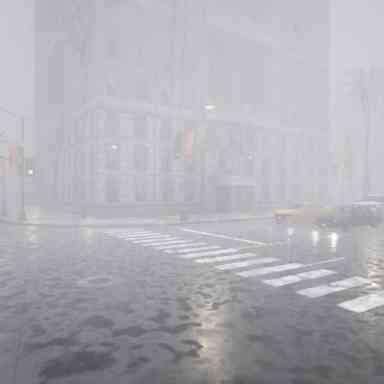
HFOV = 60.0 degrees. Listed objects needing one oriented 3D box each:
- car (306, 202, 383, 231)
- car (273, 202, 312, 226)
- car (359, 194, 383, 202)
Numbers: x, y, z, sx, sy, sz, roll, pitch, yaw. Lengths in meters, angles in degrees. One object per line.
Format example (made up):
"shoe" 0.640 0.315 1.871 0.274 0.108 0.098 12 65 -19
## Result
"car" 9.905 1.547 20.924 5.357 1.411 2.033 0 0 -34
"car" 7.973 1.478 23.839 5.008 1.535 1.882 0 0 -34
"car" 16.446 1.221 29.478 5.566 2.045 2.150 0 0 -33
